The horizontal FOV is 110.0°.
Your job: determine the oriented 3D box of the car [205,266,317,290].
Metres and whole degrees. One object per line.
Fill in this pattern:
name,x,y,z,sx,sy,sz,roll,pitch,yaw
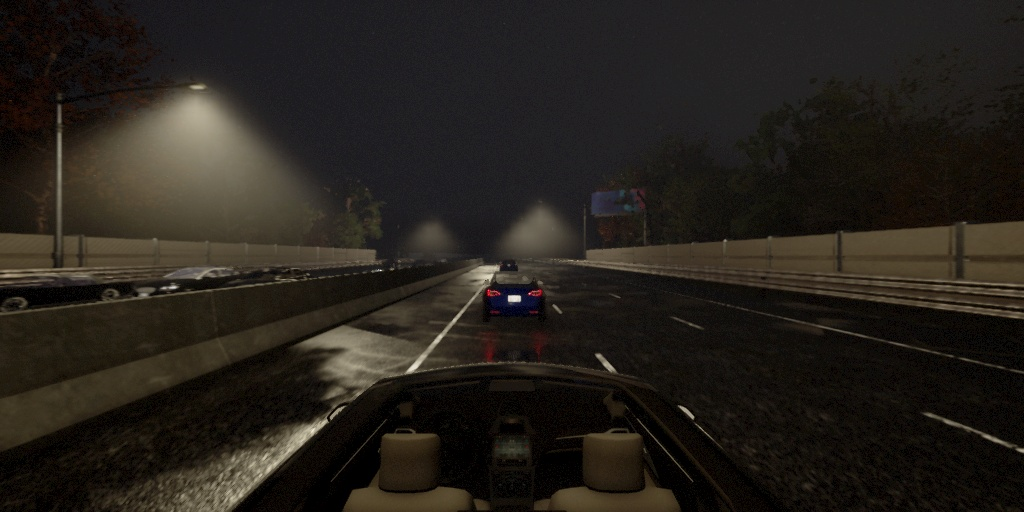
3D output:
car,-10.669,1.257,16.073,1.837,1.490,4.892,0,0,0

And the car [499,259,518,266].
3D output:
car,-0.382,1.098,42.287,2.097,1.767,4.553,0,0,-1

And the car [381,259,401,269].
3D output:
car,-18.368,1.251,54.488,1.837,1.490,4.892,0,0,-1

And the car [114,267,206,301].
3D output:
car,-14.170,1.245,16.250,2.128,1.511,4.902,0,0,0

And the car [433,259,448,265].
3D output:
car,-11.453,1.233,57.850,2.128,1.511,4.902,0,0,-1

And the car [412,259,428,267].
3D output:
car,-14.975,1.268,58.716,1.812,1.442,4.674,0,0,-1

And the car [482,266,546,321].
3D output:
car,0.056,1.253,12.507,2.163,1.488,4.792,0,0,0

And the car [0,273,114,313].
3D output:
car,-17.649,1.356,13.605,1.895,1.301,4.718,0,0,0
